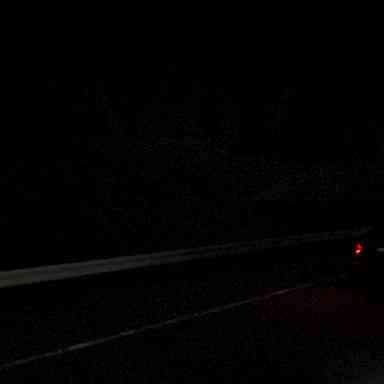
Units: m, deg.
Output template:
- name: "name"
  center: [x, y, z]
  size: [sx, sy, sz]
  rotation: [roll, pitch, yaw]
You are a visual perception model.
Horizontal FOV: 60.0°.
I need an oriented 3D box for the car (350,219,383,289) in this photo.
- name: "car"
  center: [5.829, 1.348, 7.992]
  size: [4.553, 1.767, 2.097]
  rotation: [0, 0, -36]
